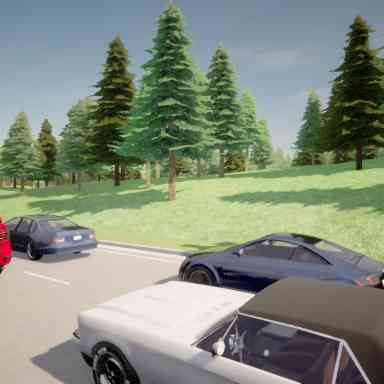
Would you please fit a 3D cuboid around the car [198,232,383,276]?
[{"bbox_3d":[1.756,1.564,7.036,4.181,1.385,1.994,0,0,35],"label":"car"}]

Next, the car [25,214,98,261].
[{"bbox_3d":[-5.802,1.547,12.353,5.357,1.411,2.033,0,0,35],"label":"car"}]

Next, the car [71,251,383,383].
[{"bbox_3d":[0.907,1.601,3.344,4.718,1.301,1.895,0,0,35],"label":"car"}]

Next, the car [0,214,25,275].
[{"bbox_3d":[-7.064,1.221,8.949,5.566,2.045,2.150,0,0,36],"label":"car"}]
